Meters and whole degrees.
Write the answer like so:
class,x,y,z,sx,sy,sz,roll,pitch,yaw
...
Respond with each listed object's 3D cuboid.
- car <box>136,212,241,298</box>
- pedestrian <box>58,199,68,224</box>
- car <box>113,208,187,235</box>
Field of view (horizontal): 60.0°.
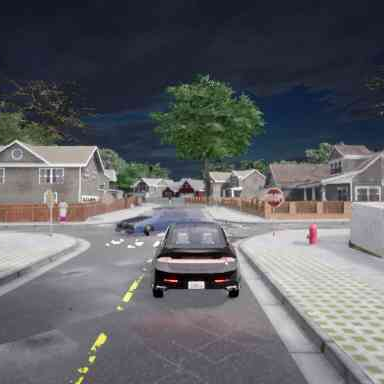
class,x,y,z,sx,sy,sz,roll,pitch,yaw
car,0.079,1.506,8.544,2.128,1.511,4.902,0,0,0
pedestrian,-9.708,1.454,25.017,0.375,1.860,0.375,0,-1,1
car,-1.730,1.593,18.744,2.033,1.411,5.357,-1,0,42
